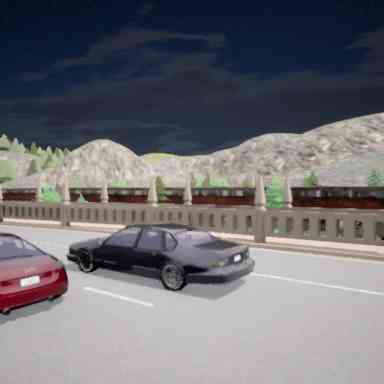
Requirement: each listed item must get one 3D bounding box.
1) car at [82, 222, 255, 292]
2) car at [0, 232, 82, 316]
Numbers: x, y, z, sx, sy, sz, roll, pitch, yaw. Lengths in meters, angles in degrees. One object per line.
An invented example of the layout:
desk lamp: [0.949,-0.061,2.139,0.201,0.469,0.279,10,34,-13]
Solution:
car: [-1.057,1.543,8.954,5.357,1.411,2.033,0,0,34]
car: [-4.563,1.557,7.054,4.181,1.385,1.994,0,0,34]
